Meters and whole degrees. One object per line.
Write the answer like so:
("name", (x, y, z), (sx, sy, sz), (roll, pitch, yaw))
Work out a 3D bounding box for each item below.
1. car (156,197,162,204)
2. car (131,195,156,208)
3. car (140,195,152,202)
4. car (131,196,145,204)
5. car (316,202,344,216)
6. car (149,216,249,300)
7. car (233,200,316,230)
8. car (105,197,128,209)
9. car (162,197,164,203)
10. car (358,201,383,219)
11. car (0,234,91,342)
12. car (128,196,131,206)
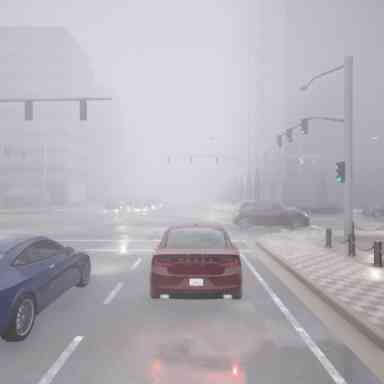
("car", (-6.979, 1.491, 57.933), (2.128, 1.511, 4.902), (0, 0, 0))
("car", (-7.013, 1.491, 48.626), (2.128, 1.511, 4.902), (0, 0, 0))
("car", (-10.371, 1.477, 75.152), (1.882, 1.535, 5.008), (0, 0, 0))
("car", (-10.425, 1.563, 64.765), (1.994, 1.385, 4.181), (0, 0, 1))
("car", (12.036, 1.545, 30.908), (4.718, 1.301, 1.895), (0, 0, 1))
("car", (0.094, 1.478, 8.481), (1.882, 1.535, 5.008), (0, 0, 0))
("car", (4.715, 1.297, 20.248), (4.553, 1.767, 2.097), (0, 0, 0))
("car", (-10.520, 1.505, 45.539), (1.837, 1.490, 4.892), (0, 0, 0))
("car", (-6.889, 1.600, 68.224), (1.895, 1.301, 4.718), (0, 0, 0))
("car", (16.327, 1.436, 27.364), (4.902, 1.511, 2.128), (0, 0, 0))
("car", (-3.419, 1.526, 6.352), (1.812, 1.442, 4.674), (0, 0, 0))
("car", (-10.494, 1.491, 54.767), (2.128, 1.511, 4.902), (0, 0, 0))
